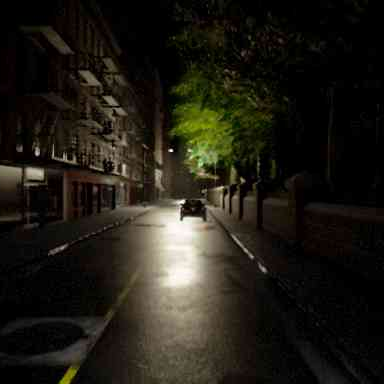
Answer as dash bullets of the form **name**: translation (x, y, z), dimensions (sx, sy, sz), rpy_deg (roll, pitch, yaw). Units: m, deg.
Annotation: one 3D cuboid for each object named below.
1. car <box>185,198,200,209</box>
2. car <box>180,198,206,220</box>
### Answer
- **car**: translation (0.077, 1.573, 46.028), dimensions (1.994, 1.385, 4.181), rpy_deg (0, 0, 0)
- **car**: translation (0.087, 1.359, 27.905), dimensions (2.097, 1.767, 4.553), rpy_deg (0, 0, 0)
